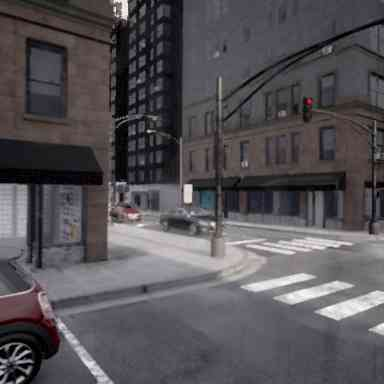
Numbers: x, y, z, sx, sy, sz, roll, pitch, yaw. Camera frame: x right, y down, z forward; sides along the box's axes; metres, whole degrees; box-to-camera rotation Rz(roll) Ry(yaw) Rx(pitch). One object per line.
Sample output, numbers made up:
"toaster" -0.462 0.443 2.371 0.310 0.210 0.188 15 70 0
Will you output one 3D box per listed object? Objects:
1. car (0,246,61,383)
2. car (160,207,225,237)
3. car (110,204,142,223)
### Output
"car" -3.714 1.431 3.538 4.097 1.590 1.967 1 0 -36
"car" -0.088 1.633 19.486 2.128 1.511 4.902 1 -1 -35
"car" -5.856 1.703 27.614 1.812 1.442 4.674 1 -1 -35
